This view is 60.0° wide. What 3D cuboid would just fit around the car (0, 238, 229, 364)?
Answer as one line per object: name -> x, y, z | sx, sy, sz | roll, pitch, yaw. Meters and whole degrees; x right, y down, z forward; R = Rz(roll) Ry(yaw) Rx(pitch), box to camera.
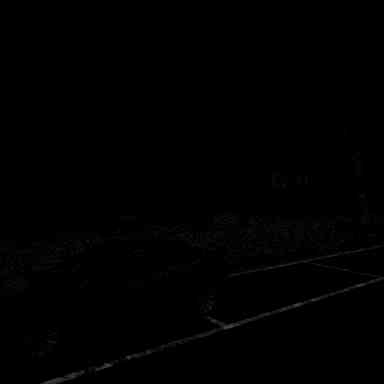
car -> -1.269, 1.566, 5.865 | 4.313, 1.339, 1.947 | 0, 0, -36
